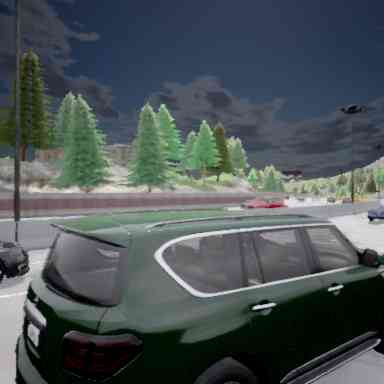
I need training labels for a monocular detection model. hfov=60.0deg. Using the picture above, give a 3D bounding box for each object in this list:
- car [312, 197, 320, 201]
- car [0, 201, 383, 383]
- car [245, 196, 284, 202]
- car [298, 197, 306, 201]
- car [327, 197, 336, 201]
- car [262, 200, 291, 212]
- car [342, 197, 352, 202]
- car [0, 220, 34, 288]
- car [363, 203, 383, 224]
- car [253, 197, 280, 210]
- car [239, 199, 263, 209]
[{"bbox_3d":[31.144,1.868,83.389,1.882,1.535,5.008,0,0,21],"label":"car"},{"bbox_3d":[0.833,1.249,4.357,5.566,2.045,2.150,0,0,-37],"label":"car"},{"bbox_3d":[7.428,1.421,33.807,2.150,2.045,5.566,0,0,44],"label":"car"},{"bbox_3d":[28.909,2.013,87.414,1.812,1.442,4.674,0,0,21],"label":"car"},{"bbox_3d":[32.434,1.920,77.294,1.837,1.490,4.892,0,0,23],"label":"car"},{"bbox_3d":[10.886,1.816,42.859,1.994,1.385,4.181,0,-1,40],"label":"car"},{"bbox_3d":[31.465,1.866,67.060,1.837,1.490,4.892,0,0,27],"label":"car"},{"bbox_3d":[-6.531,1.567,7.760,4.892,1.490,1.837,0,0,-35],"label":"car"},{"bbox_3d":[15.893,1.691,27.093,2.033,1.411,5.357,0,0,43],"label":"car"},{"bbox_3d":[10.838,1.637,48.276,2.097,1.767,4.553,0,0,39],"label":"car"},{"bbox_3d":[9.234,1.875,51.877,1.994,1.385,4.181,0,0,38],"label":"car"}]
